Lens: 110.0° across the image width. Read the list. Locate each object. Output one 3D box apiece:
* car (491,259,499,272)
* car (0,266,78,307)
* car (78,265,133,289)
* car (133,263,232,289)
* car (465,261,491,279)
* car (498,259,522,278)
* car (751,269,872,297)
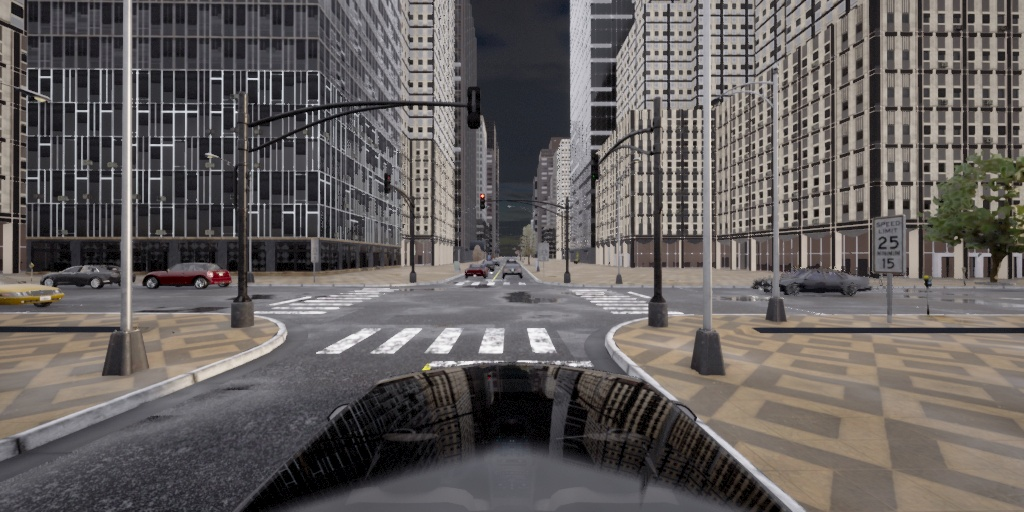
[{"bbox_3d":[-3.194,1.295,47.006,2.033,1.411,5.357,0,0,0],"label":"car"},{"bbox_3d":[-18.922,1.165,12.639,4.829,1.417,1.751,0,0,-1],"label":"car"},{"bbox_3d":[-24.927,1.189,21.139,4.403,1.370,2.007,0,0,-1],"label":"car"},{"bbox_3d":[-19.251,1.112,21.273,4.097,1.591,1.967,0,0,-1],"label":"car"},{"bbox_3d":[-3.154,1.350,32.375,1.895,1.301,4.718,0,0,-1],"label":"car"},{"bbox_3d":[0.031,1.296,34.450,2.033,1.411,5.357,0,0,0],"label":"car"},{"bbox_3d":[15.955,1.385,19.206,5.357,1.411,2.033,0,0,-1],"label":"car"}]
